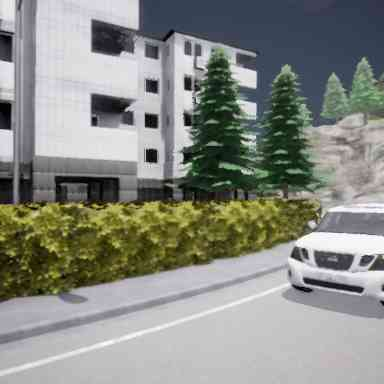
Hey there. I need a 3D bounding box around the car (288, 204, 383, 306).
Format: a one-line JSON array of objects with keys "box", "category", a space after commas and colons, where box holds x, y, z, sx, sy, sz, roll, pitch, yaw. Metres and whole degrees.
[{"box": [4.502, 1.357, 8.625, 2.150, 2.045, 5.566, 0, -1, 40], "category": "car"}]
